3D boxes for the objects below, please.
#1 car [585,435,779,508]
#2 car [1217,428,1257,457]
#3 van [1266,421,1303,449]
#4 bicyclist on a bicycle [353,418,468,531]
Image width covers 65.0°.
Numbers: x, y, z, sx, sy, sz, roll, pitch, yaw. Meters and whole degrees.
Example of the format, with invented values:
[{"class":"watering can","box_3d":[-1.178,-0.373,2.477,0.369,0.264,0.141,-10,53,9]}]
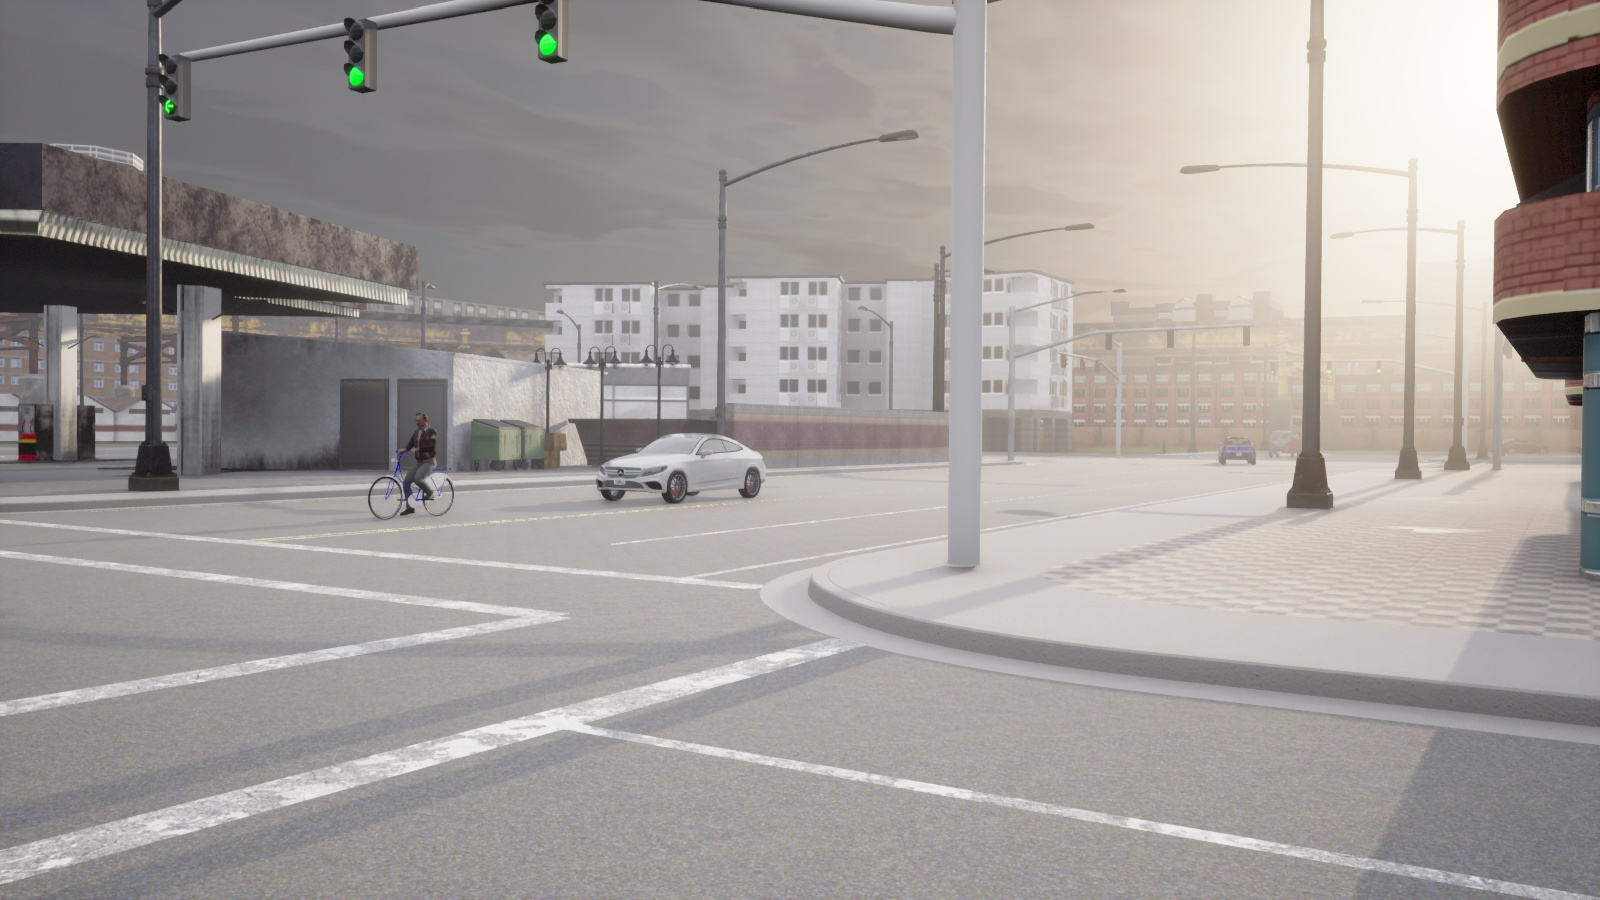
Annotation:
[{"class":"car","box_3d":[-2.468,0.404,27.508,1.812,1.442,4.674,0,1,31]},{"class":"car","box_3d":[23.448,-0.415,67.471,1.816,1.474,4.193,0,1,16]},{"class":"van","box_3d":[35.150,-1.077,91.048,1.775,1.987,4.442,0,1,31]},{"class":"bicyclist on a bicycle","box_3d":[-6.427,0.376,20.823,0.659,1.776,1.843,0,1,31]}]
